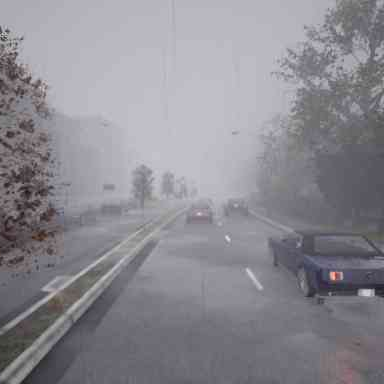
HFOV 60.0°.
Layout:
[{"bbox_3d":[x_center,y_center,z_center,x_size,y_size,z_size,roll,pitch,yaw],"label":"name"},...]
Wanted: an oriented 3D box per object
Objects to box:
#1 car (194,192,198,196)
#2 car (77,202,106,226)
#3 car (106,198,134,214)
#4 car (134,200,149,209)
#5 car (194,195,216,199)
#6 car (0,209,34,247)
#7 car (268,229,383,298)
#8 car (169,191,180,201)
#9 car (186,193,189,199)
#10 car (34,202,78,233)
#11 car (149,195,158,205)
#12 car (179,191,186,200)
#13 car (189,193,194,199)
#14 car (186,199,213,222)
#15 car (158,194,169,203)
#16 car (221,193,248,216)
[{"bbox_3d":[-0.578,1.002,94.578,2.097,1.535,5.008,0,1,13],"label":"car"},{"bbox_3d":[-7.838,1.431,22.861,2.231,1.521,4.892,0,0,0],"label":"car"},{"bbox_3d":[-7.761,1.390,33.853,2.097,1.535,5.008,0,0,1],"label":"car"},{"bbox_3d":[-7.505,1.375,43.448,2.163,1.488,4.792,0,0,3],"label":"car"},{"bbox_3d":[1.674,1.441,42.195,2.033,1.411,5.357,0,0,5],"label":"car"},{"bbox_3d":[-7.916,1.490,11.734,2.163,1.488,4.792,0,0,0],"label":"car"},{"bbox_3d":[3.287,1.592,8.435,1.895,1.301,4.718,0,0,1],"label":"car"},{"bbox_3d":[-4.675,1.183,72.686,2.231,1.521,4.892,0,0,9],"label":"car"},{"bbox_3d":[-2.853,1.099,83.491,1.946,1.575,5.366,0,1,11],"label":"car"},{"bbox_3d":[-7.877,1.487,17.311,2.002,1.452,4.674,0,0,0],"label":"car"},{"bbox_3d":[-7.086,1.304,50.477,1.946,1.575,5.366,0,0,5],"label":"car"},{"bbox_3d":[-3.788,0.893,78.160,2.435,2.045,5.566,0,1,10],"label":"car"},{"bbox_3d":[-1.784,1.052,88.952,1.946,1.575,5.366,0,1,12],"label":"car"},{"bbox_3d":[0.605,1.517,25.520,1.994,1.385,4.181,0,0,2],"label":"car"},{"bbox_3d":[-6.108,1.244,61.452,1.946,1.575,5.366,0,0,7],"label":"car"},{"bbox_3d":[4.098,1.291,31.839,2.097,1.767,4.553,0,0,3],"label":"car"}]
